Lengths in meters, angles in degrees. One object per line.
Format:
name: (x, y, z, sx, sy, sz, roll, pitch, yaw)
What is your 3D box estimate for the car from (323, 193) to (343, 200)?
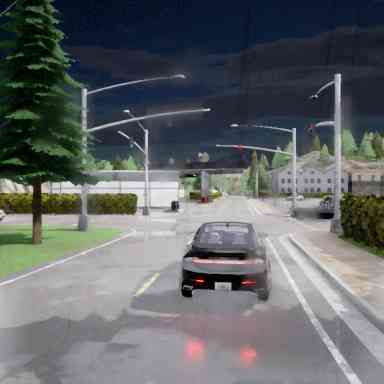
car: (18.710, 1.330, 41.740, 5.027, 1.636, 2.152, 0, 0, 8)

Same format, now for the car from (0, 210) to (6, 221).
car: (-16.558, 1.526, 25.230, 4.674, 1.442, 1.812, 0, 0, 8)

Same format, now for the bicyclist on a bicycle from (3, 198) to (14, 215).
bicyclist on a bicycle: (-17.932, 1.453, 32.567, 0.582, 1.620, 1.656, 0, 0, 7)

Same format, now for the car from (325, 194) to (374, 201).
car: (18.325, 1.340, 38.627, 4.514, 1.523, 2.007, 0, 0, 8)

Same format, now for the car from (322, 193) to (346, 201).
car: (31.833, 1.097, 74.527, 4.605, 1.855, 1.932, 0, 0, 8)

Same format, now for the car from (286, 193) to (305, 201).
car: (24.500, 1.077, 78.878, 3.866, 1.878, 1.905, 0, 0, 8)

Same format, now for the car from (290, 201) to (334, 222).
car: (10.059, 1.601, 25.729, 4.718, 1.301, 1.895, 0, 0, 10)

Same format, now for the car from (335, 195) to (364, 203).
car: (29.393, 1.298, 62.291, 4.514, 1.523, 2.007, 0, 0, 8)

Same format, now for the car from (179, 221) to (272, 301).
car: (0.893, 1.492, 8.427, 2.128, 1.511, 4.902, 0, 0, 8)

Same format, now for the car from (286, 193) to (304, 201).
car: (23.431, 1.361, 75.671, 3.806, 1.475, 1.970, 0, 0, 8)
